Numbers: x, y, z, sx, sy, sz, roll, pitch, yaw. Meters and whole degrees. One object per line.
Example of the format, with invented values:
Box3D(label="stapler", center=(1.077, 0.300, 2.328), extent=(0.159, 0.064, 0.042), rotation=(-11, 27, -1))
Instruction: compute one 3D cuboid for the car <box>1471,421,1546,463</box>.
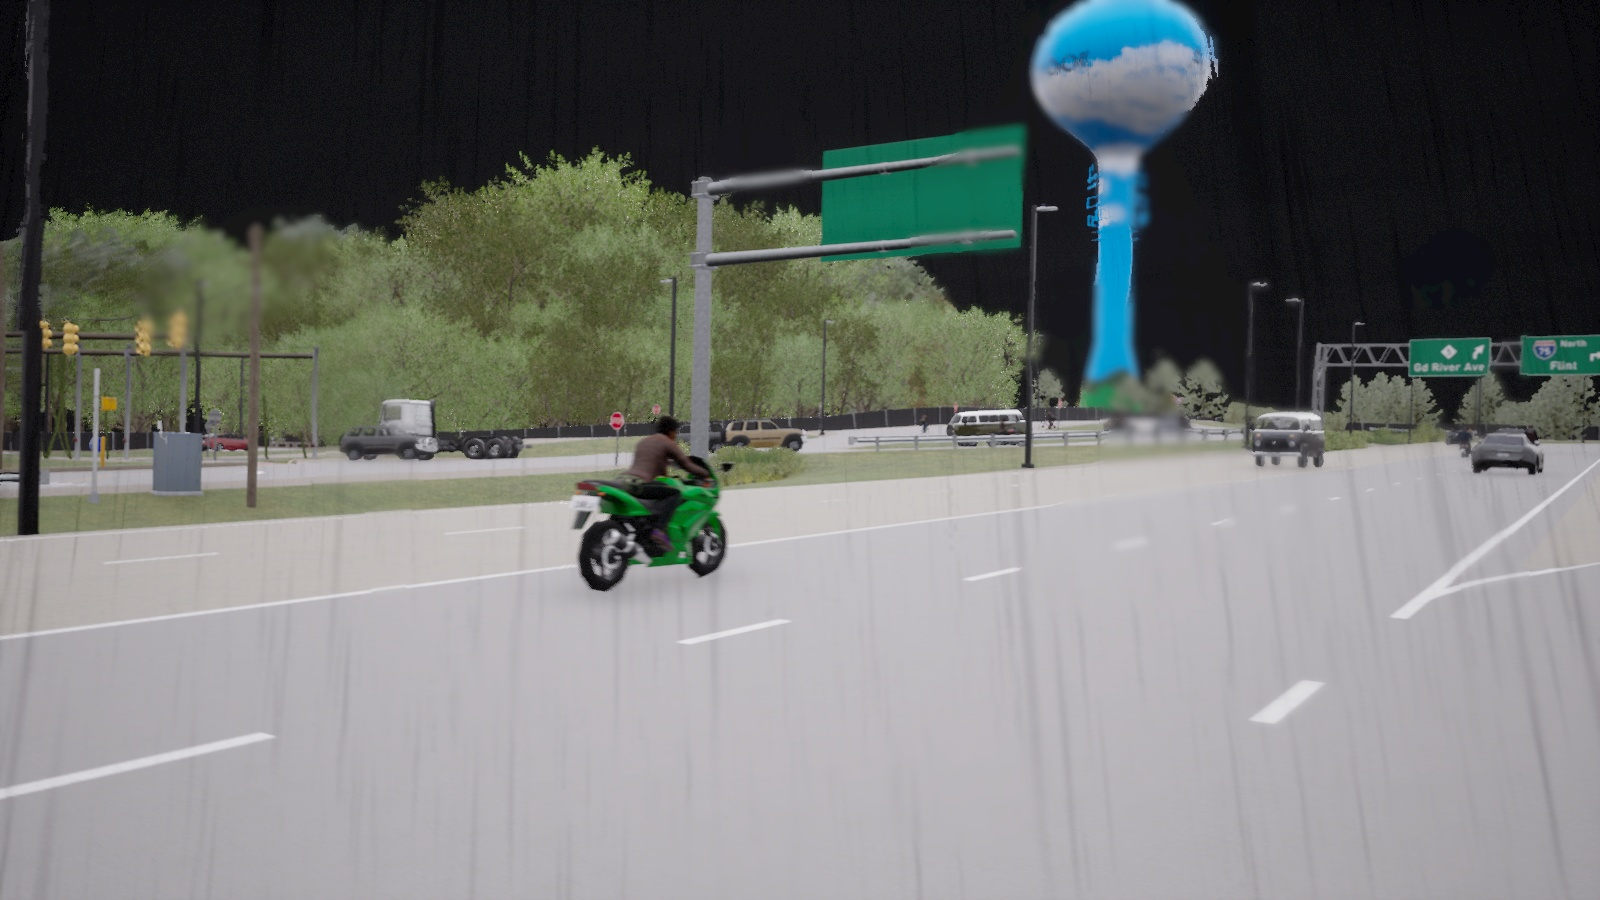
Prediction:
Box3D(label="car", center=(24.938, -0.323, 44.117), extent=(1.994, 1.385, 4.181), rotation=(0, 2, 34))

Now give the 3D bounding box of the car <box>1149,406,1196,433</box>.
Box3D(label="car", center=(23.489, -1.906, 79.113), extent=(1.789, 1.549, 3.705), rotation=(0, 3, 34))

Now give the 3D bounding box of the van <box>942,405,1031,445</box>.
Box3D(label="van", center=(10.605, -1.395, 71.511), extent=(4.480, 2.038, 2.069), rotation=(-3, 1, -11))

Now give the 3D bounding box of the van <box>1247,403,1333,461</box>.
Box3D(label="van", center=(18.252, -0.680, 46.701), extent=(2.069, 2.038, 4.480), rotation=(1, 2, 34))

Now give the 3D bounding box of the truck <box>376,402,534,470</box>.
Box3D(label="truck", center=(-19.218, -0.777, 70.160), extent=(7.936, 3.462, 2.891), rotation=(-2, 0, 5))

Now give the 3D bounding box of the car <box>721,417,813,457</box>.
Box3D(label="car", center=(-1.776, -0.702, 66.368), extent=(4.605, 1.855, 1.932), rotation=(-3, 1, -8))

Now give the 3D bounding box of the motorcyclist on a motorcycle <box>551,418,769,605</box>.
Box3D(label="motorcyclist on a motorcycle", center=(-1.198, 0.476, 11.258), extent=(0.797, 1.523, 2.044), rotation=(1, 2, 34))

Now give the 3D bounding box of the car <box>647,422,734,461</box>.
Box3D(label="car", center=(-6.122, -0.502, 69.979), extent=(4.605, 1.855, 1.932), rotation=(-4, 1, -9))

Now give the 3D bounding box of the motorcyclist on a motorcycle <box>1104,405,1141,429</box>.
Box3D(label="motorcyclist on a motorcycle", center=(22.758, -2.322, 88.671), extent=(2.350, 1.649, 0.766), rotation=(-1, 2, 29))

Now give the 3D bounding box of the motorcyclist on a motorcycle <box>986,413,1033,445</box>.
Box3D(label="motorcyclist on a motorcycle", center=(11.264, -1.144, 67.583), extent=(2.350, 1.649, 0.766), rotation=(-2, 1, -9))

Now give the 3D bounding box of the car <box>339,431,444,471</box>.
Box3D(label="car", center=(-20.724, 0.051, 63.815), extent=(4.605, 1.855, 1.932), rotation=(-2, 0, 7))
